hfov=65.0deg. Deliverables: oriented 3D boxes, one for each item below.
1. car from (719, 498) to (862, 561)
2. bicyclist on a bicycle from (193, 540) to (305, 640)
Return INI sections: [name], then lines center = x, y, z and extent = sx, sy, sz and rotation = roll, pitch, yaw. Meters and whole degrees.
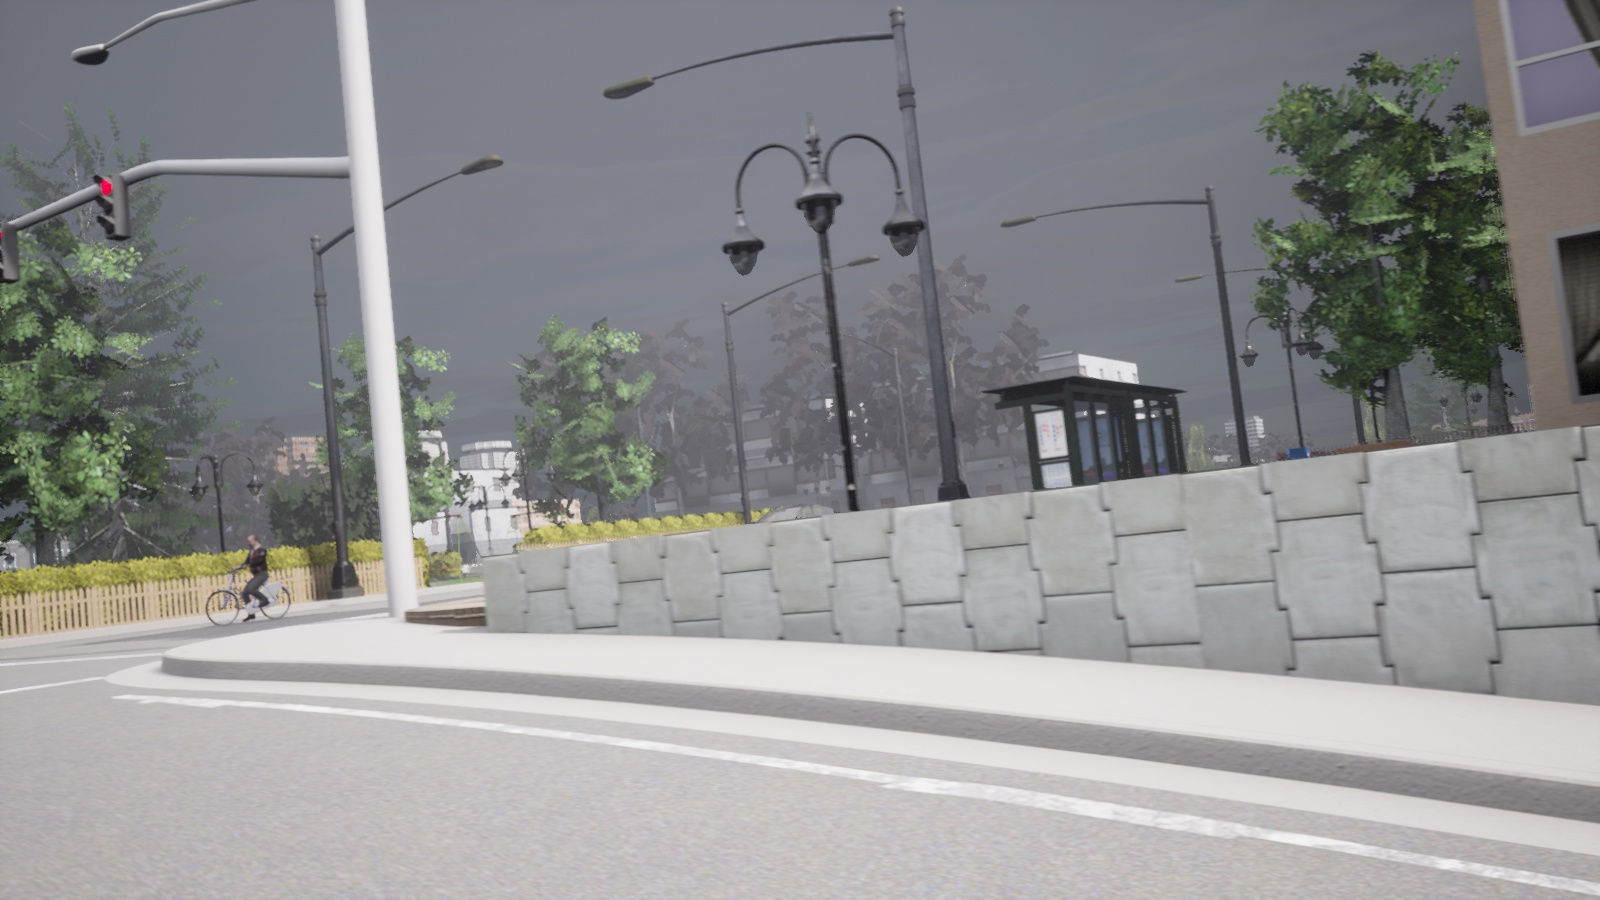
[car]
center = -0.229, 2.564, 40.934
extent = 2.163, 1.488, 4.792
rotation = -10, -4, 34
[bicyclist on a bicycle]
center = -11.028, 2.786, 25.193
extent = 0.659, 1.776, 1.843
rotation = -10, -5, 34
